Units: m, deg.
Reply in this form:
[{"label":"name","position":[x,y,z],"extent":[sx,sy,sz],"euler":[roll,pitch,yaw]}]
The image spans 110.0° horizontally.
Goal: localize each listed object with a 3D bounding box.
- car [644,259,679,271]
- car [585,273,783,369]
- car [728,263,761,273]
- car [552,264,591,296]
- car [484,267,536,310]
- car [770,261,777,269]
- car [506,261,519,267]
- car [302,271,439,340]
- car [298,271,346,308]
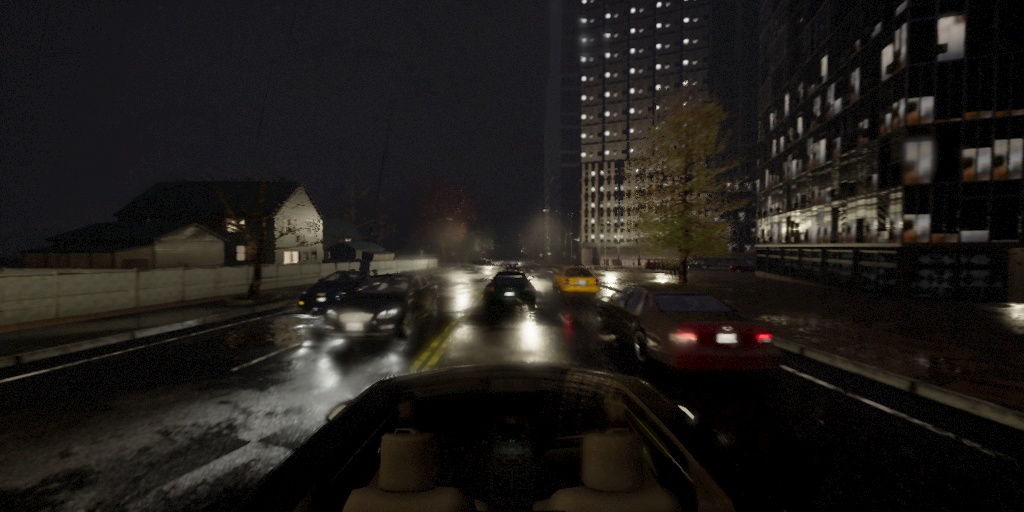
[{"label":"car","position":[23.027,1.421,55.325],"extent":[5.009,1.841,2.192],"euler":[0,0,20]},{"label":"car","position":[3.252,1.296,7.944],"extent":[2.033,1.411,5.357],"euler":[0,0,0]},{"label":"car","position":[33.672,1.739,51.424],"extent":[4.507,1.381,1.888],"euler":[0,0,20]},{"label":"car","position":[3.254,1.205,19.138],"extent":[1.801,1.575,5.366],"euler":[0,0,0]},{"label":"car","position":[-0.067,1.313,14.716],"extent":[1.994,1.385,4.181],"euler":[0,0,0]},{"label":"car","position":[38.995,1.552,49.474],"extent":[5.009,1.841,2.192],"euler":[0,0,20]},{"label":"car","position":[0.090,1.316,48.383],"extent":[2.033,1.411,5.357],"euler":[0,0,0]},{"label":"car","position":[-3.346,1.240,10.071],"extent":[2.128,1.511,4.902],"euler":[0,0,0]},{"label":"car","position":[-6.595,1.313,14.406],"extent":[1.994,1.385,4.181],"euler":[0,0,0]}]
